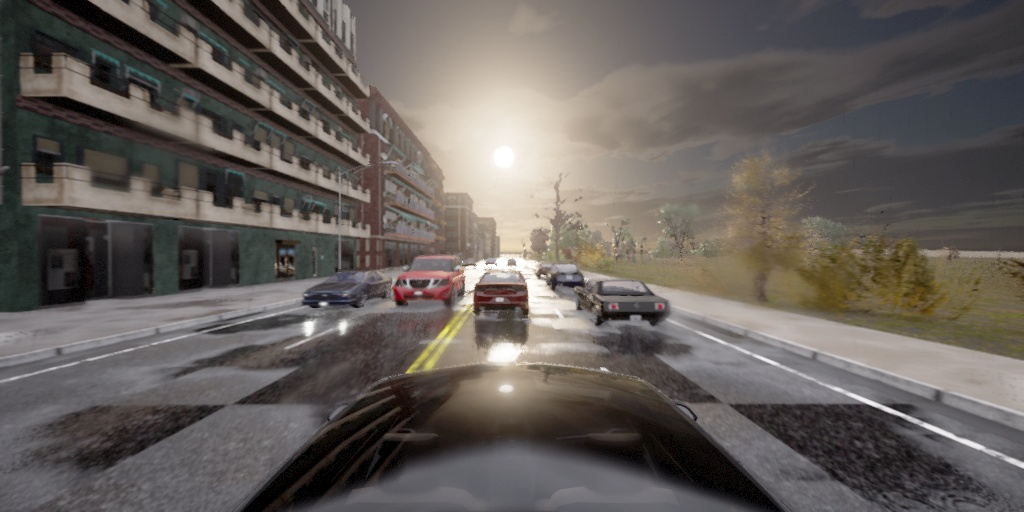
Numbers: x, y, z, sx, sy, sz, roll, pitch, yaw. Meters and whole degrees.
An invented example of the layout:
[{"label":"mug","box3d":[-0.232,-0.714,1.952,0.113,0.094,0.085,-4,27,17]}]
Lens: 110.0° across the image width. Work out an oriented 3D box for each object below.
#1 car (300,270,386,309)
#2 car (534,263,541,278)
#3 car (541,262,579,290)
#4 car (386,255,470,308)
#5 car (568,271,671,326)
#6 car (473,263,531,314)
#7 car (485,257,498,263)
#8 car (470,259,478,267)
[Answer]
[{"label":"car","box3d":[-6.601,1.299,15.216,2.033,1.411,5.357,0,0,0]},{"label":"car","box3d":[3.246,1.282,33.600,1.812,1.442,4.674,0,0,0]},{"label":"car","box3d":[3.247,1.257,22.630,2.163,1.488,4.792,0,0,0]},{"label":"car","box3d":[-3.350,0.972,15.670,2.150,2.045,5.566,0,0,0]},{"label":"car","box3d":[3.249,1.352,11.629,1.895,1.301,4.718,0,0,0]},{"label":"car","box3d":[-0.300,1.229,13.857,1.882,1.535,5.008,0,0,2]},{"label":"car","box3d":[-3.257,0.900,56.810,1.882,1.535,5.008,0,0,0]},{"label":"car","box3d":[-6.507,1.114,56.811,2.033,1.411,5.357,0,0,0]}]
